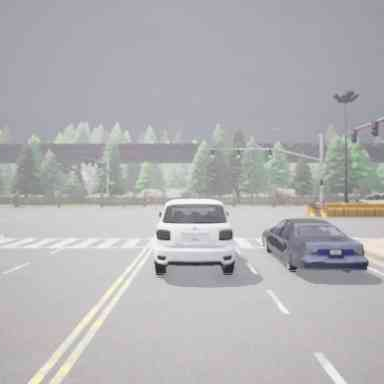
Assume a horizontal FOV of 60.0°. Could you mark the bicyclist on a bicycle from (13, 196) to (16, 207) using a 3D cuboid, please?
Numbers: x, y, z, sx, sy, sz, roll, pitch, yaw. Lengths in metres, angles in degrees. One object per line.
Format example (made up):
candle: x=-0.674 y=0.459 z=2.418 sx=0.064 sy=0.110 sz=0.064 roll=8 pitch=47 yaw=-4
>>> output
bicyclist on a bicycle: x=-26.955 y=1.430 z=50.789 sx=0.582 sy=1.620 sz=1.656 roll=0 pitch=0 yaw=0

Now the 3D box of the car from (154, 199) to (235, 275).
car: x=0.065 y=1.245 z=10.730 sx=2.150 sy=2.045 sz=5.566 roll=0 pitch=-1 yaw=0

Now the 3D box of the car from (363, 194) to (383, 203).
car: x=21.160 y=1.315 z=39.173 sx=5.566 sy=2.045 sz=2.150 roll=0 pitch=0 yaw=0

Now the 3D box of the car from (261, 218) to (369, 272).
car: x=3.646 y=1.574 z=10.871 sx=2.033 sy=1.411 sz=5.357 roll=0 pitch=0 yaw=1

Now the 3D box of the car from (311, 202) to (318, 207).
car: x=17.878 y=1.581 z=42.695 sx=5.008 sy=1.535 sz=1.882 roll=0 pitch=0 yaw=0

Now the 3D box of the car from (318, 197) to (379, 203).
car: x=16.713 y=1.577 z=35.702 sx=4.902 sy=1.511 sz=2.128 roll=0 pitch=0 yaw=0
